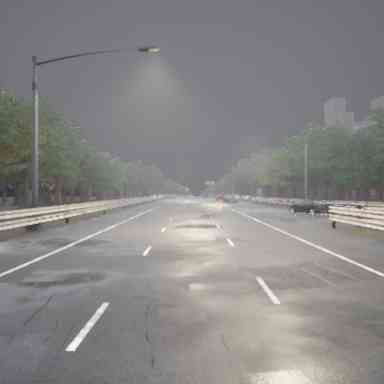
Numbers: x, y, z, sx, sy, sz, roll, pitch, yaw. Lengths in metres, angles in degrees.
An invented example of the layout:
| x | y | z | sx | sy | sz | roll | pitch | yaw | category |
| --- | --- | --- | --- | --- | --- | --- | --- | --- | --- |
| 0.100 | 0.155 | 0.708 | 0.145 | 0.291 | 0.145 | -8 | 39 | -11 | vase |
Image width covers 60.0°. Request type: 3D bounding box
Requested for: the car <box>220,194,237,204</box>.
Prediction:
| x | y | z | sx | sy | sz | roll | pitch | yaw | category |
| --- | --- | --- | --- | --- | --- | --- | --- | --- | --- |
| 6.992 | 1.473 | 60.879 | 1.994 | 1.385 | 4.181 | 0 | 0 | -4 | car |

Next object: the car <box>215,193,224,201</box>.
| x | y | z | sx | sy | sz | roll | pitch | yaw | category |
| --- | --- | --- | --- | --- | --- | --- | --- | --- | --- |
| 7.049 | 1.193 | 82.512 | 2.150 | 2.045 | 5.566 | 0 | 0 | 0 | car |

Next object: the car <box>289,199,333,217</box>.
| x | y | z | sx | sy | sz | roll | pitch | yaw | category |
| --- | --- | --- | --- | --- | --- | --- | --- | --- | --- |
| 11.642 | 1.473 | 32.781 | 1.882 | 1.535 | 5.008 | 0 | 0 | -19 | car |
